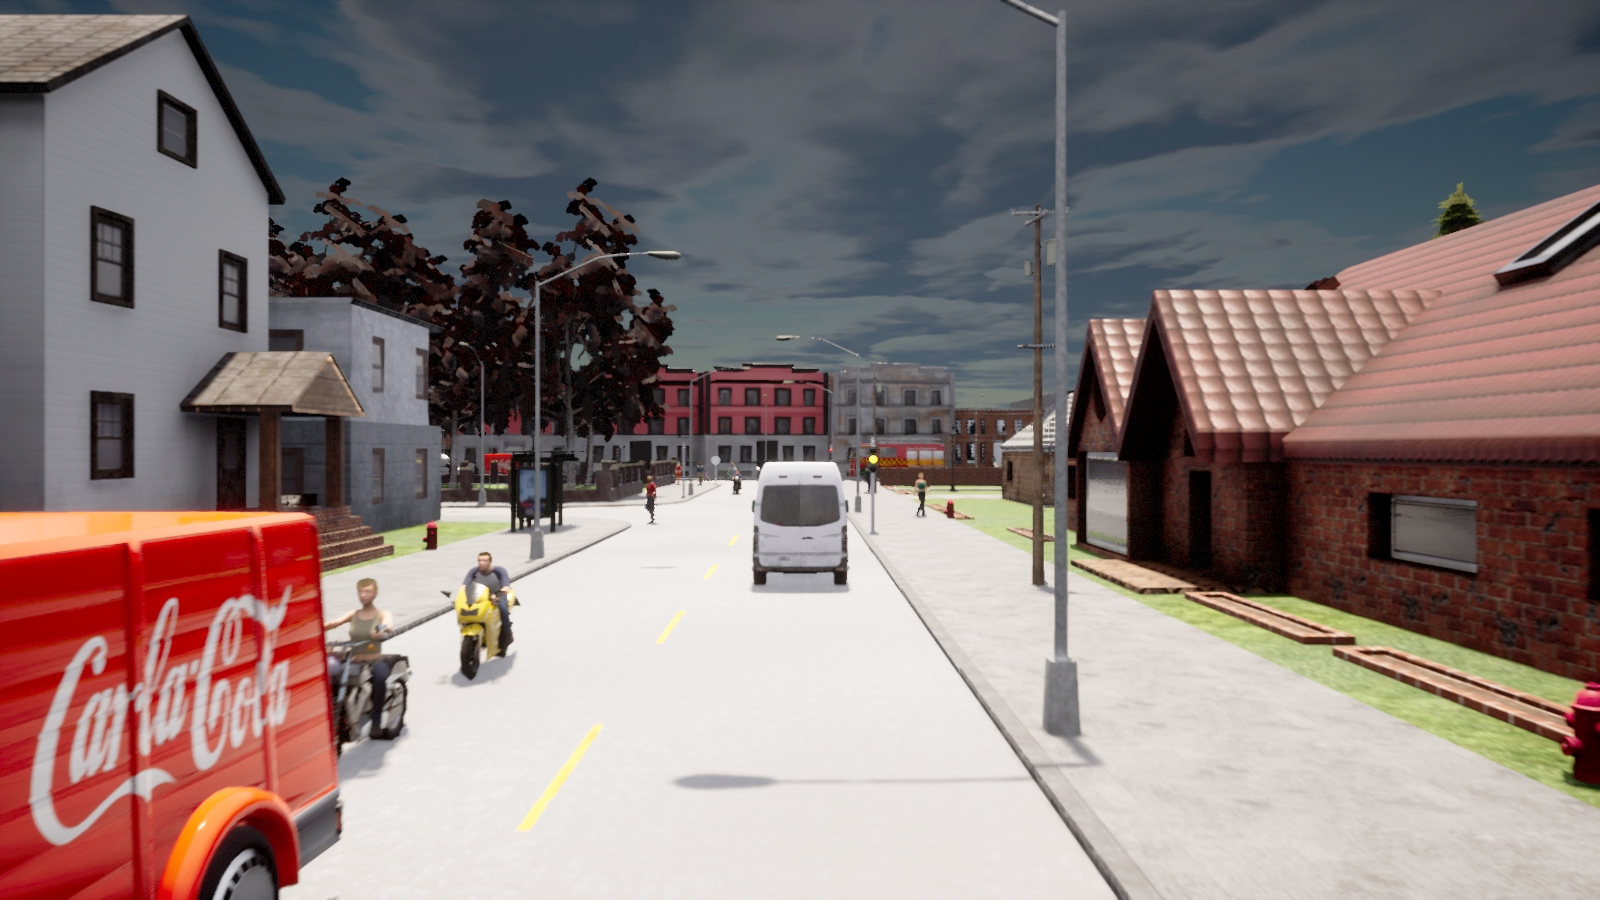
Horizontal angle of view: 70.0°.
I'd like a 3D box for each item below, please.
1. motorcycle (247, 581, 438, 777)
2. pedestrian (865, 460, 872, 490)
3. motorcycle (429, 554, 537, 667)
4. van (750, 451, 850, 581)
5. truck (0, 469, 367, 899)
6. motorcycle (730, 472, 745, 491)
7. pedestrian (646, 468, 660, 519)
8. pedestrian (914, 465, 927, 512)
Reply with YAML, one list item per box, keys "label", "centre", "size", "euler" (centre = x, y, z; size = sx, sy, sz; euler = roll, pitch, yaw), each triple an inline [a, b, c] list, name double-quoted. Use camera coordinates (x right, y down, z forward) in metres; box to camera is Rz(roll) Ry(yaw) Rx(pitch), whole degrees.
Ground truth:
- label: "motorcycle"
  centre: [-4.001, 1.950, 10.236]
  size: [0.764, 1.277, 2.356]
  euler: [0, 0, 0]
- label: "pedestrian"
  centre: [4.245, 1.524, 70.511]
  size: [0.375, 1.860, 0.375]
  euler: [0, 0, -11]
- label: "motorcycle"
  centre: [-3.986, 1.993, 14.544]
  size: [0.803, 1.145, 2.033]
  euler: [0, 0, 0]
- label: "van"
  centre: [-0.002, 1.314, 25.580]
  size: [1.988, 2.561, 5.915]
  euler: [0, 0, 0]
- label: "truck"
  centre: [-3.992, 1.348, 4.451]
  size: [2.627, 2.467, 5.204]
  euler: [0, 0, 0]
- label: "motorcycle"
  centre: [-3.946, 1.993, 71.719]
  size: [0.803, 1.145, 2.033]
  euler: [0, 0, 1]
- label: "pedestrian"
  centre: [-5.539, 1.629, 42.930]
  size: [0.375, 1.860, 0.375]
  euler: [0, 0, -40]
- label: "pedestrian"
  centre: [4.805, 1.524, 45.536]
  size: [0.375, 1.860, 0.375]
  euler: [0, 0, -16]
